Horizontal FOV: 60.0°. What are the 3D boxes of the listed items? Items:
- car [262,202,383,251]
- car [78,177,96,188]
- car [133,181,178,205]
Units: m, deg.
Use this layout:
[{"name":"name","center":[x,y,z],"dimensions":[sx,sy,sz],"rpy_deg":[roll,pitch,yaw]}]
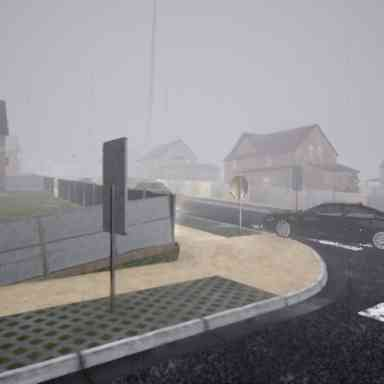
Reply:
[{"name":"car","center":[5.116,1.082,12.004],"dimensions":[5.008,1.535,1.882],"rpy_deg":[5,2,21]},{"name":"car","center":[-14.061,-1.170,44.334],"dimensions":[1.837,1.490,4.892],"rpy_deg":[0,3,-29]},{"name":"car","center":[-2.884,0.022,25.244],"dimensions":[2.097,1.767,4.553],"rpy_deg":[0,3,-32]}]
